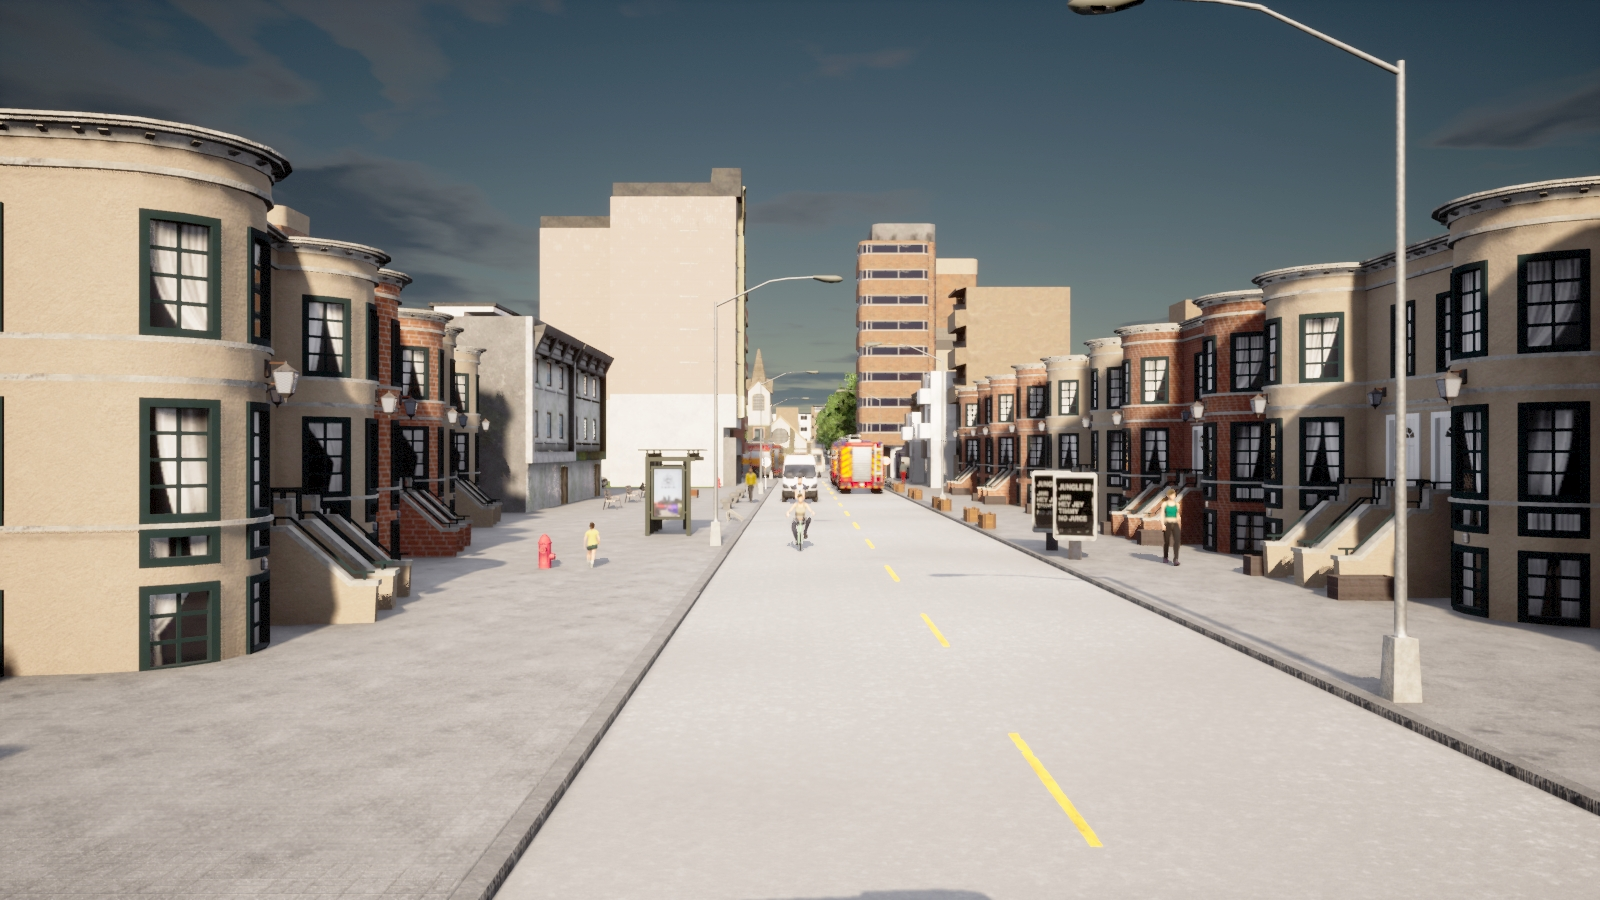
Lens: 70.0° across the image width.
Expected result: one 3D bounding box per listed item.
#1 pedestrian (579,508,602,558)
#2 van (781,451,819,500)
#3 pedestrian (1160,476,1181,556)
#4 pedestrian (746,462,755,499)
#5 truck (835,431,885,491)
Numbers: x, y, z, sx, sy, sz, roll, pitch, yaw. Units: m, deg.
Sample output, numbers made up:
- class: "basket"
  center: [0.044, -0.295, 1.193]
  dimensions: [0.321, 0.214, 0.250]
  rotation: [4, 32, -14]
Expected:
- class: "pedestrian"
  center: [-4.834, 1.916, 26.402]
  dimensions: [0.500, 1.100, 0.500]
  rotation: [0, 0, -9]
- class: "van"
  center: [0.001, 1.339, 62.910]
  dimensions: [1.988, 2.561, 5.915]
  rotation: [0, 0, 0]
- class: "pedestrian"
  center: [8.682, 1.534, 26.772]
  dimensions: [0.375, 1.860, 0.375]
  rotation: [0, 0, 2]
- class: "pedestrian"
  center: [-2.502, 1.546, 58.014]
  dimensions: [0.375, 1.860, 0.375]
  rotation: [0, 0, 10]
- class: "truck"
  center: [3.979, 0.701, 77.624]
  dimensions: [2.891, 3.827, 8.468]
  rotation: [0, 0, 0]
